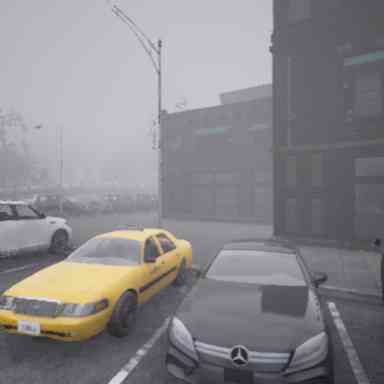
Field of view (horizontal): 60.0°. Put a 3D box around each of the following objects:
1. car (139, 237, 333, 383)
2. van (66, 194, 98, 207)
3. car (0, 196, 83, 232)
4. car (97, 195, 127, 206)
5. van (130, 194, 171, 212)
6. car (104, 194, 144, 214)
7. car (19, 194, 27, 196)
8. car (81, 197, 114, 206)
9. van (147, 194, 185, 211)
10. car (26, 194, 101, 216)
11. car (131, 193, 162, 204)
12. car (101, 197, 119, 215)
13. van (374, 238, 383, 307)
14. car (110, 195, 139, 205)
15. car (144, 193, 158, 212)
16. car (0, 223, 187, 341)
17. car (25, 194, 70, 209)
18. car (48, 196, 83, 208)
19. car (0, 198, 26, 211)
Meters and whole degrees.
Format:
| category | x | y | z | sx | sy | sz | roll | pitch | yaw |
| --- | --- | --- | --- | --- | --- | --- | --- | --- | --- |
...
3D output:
| category | x | y | z | sx | sy | sz | roll | pitch | yaw |
| --- | --- | --- | --- | --- | --- | --- | --- | --- | --- |
| car | 1.069 | 1.529 | 5.422 | 2.002 | 1.452 | 4.674 | 0 | -1 | 15 |
| van | -17.424 | 1.360 | 52.609 | 4.442 | 1.987 | 1.878 | -1 | 0 | 14 |
| car | -6.277 | 1.254 | 10.683 | 2.435 | 2.045 | 5.566 | 0 | -1 | 15 |
| car | -13.889 | 1.460 | 57.567 | 4.553 | 1.767 | 2.185 | -1 | 0 | 14 |
| van | -5.023 | 1.323 | 40.303 | 4.442 | 1.987 | 1.878 | 1 | 0 | 14 |
| car | -8.484 | 1.294 | 35.429 | 5.566 | 2.045 | 2.435 | 1 | 1 | 14 |
| car | -22.422 | 1.329 | 45.074 | 5.566 | 2.045 | 2.435 | -1 | 0 | 14 |
| car | -15.618 | 1.587 | 55.091 | 4.892 | 1.521 | 2.231 | -1 | -1 | 14 |
| van | -3.363 | 1.325 | 42.753 | 4.442 | 1.987 | 1.878 | 1 | 0 | 14 |
| car | -11.746 | 1.291 | 30.531 | 5.566 | 2.045 | 2.435 | 1 | 0 | 14 |
| car | -8.867 | 1.337 | 65.102 | 5.566 | 2.045 | 2.435 | -1 | 0 | 14 |
| car | -10.144 | 1.573 | 32.969 | 4.792 | 1.488 | 2.163 | 1 | 1 | 14 |
| van | 3.536 | 1.259 | 3.789 | 1.878 | 1.987 | 4.442 | 0 | -1 | 16 |
| car | -12.197 | 1.461 | 60.080 | 4.553 | 1.767 | 2.185 | -1 | 0 | 14 |
| car | -6.824 | 1.295 | 37.878 | 5.566 | 2.045 | 2.435 | 1 | 1 | 14 |
| car | -1.430 | 1.489 | 6.985 | 1.946 | 1.575 | 5.366 | 0 | -1 | 15 |
| car | -20.672 | 1.330 | 47.585 | 5.566 | 2.045 | 2.435 | -1 | -1 | 14 |
| car | -19.034 | 1.458 | 50.096 | 4.553 | 1.767 | 2.185 | -1 | -1 | 14 |
| car | -24.112 | 1.609 | 42.567 | 4.792 | 1.488 | 2.163 | -1 | 0 | 14 |
